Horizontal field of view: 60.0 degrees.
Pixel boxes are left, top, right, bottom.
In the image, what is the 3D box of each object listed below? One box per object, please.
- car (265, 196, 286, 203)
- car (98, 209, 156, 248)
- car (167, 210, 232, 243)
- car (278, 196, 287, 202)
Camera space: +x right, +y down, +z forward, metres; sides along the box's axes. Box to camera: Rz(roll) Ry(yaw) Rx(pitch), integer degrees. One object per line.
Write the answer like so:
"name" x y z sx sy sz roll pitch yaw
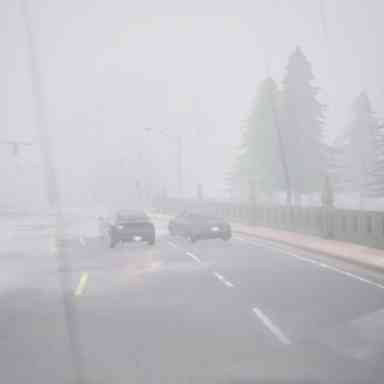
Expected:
"car" 17.806 1.527 70.911 4.674 1.442 1.812 0 0 -34
"car" -2.992 1.515 14.939 1.837 1.490 4.892 0 0 -22
"car" 0.249 1.571 16.259 1.994 1.385 4.181 0 0 -22
"car" 19.769 1.543 68.013 5.357 1.411 2.033 0 0 -34
